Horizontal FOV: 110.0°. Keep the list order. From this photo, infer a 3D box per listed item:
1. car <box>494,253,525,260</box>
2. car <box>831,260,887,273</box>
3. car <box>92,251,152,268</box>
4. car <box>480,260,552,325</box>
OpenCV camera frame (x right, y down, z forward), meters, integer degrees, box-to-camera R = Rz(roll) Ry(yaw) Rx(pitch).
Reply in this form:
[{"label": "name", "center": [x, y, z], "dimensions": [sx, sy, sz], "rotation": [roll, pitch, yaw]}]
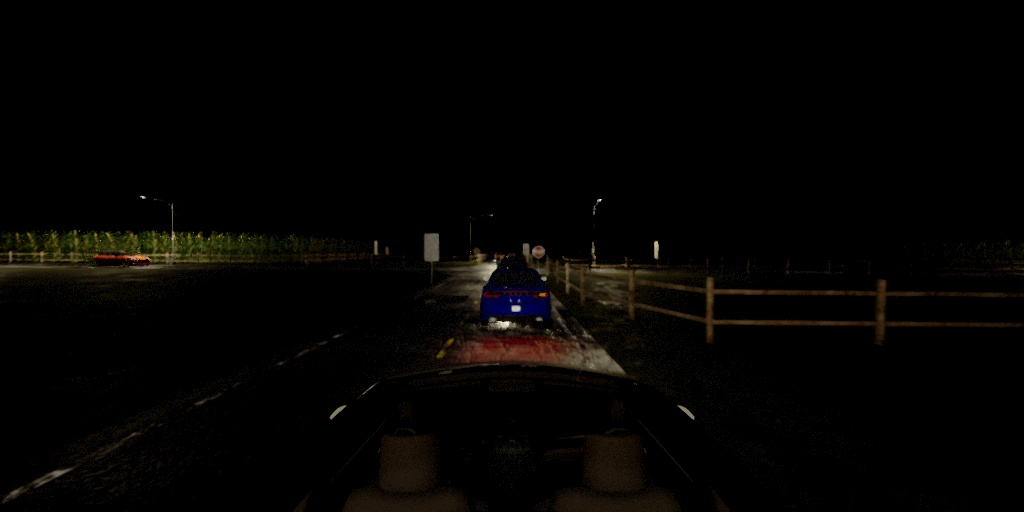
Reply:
[{"label": "car", "center": [0.095, 0.779, 21.637], "dimensions": [2.097, 1.767, 4.553], "rotation": [0, 1, 0]}, {"label": "car", "center": [37.022, 1.082, 38.513], "dimensions": [4.718, 1.301, 1.895], "rotation": [1, 1, 1]}, {"label": "car", "center": [-39.446, 0.248, 36.344], "dimensions": [4.553, 1.767, 2.097], "rotation": [0, 1, 1]}, {"label": "car", "center": [0.098, 1.075, 11.150], "dimensions": [1.882, 1.535, 5.008], "rotation": [0, 1, 0]}]
